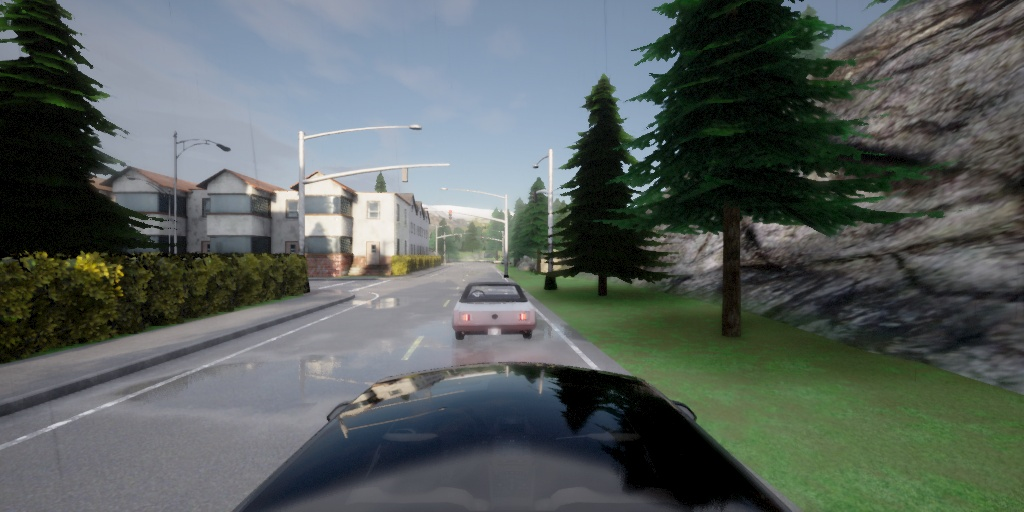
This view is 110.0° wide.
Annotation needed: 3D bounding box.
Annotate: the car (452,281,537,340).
[{"bbox_3d":[-0.533,1.351,9.979,1.895,1.301,4.718,0,0,-4],"label":"car"}]
